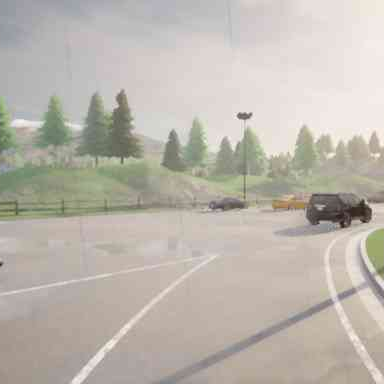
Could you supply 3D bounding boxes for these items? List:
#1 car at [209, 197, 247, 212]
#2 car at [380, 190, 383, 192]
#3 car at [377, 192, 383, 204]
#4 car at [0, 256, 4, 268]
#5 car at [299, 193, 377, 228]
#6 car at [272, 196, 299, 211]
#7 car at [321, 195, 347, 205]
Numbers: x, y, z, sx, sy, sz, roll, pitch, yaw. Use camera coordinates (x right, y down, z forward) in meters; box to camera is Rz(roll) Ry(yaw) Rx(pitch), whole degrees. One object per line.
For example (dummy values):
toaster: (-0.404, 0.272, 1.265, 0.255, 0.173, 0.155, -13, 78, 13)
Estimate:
car: (3.774, 1.235, 34.712, 4.674, 1.442, 1.812, 0, 1, -41)
car: (38.512, 0.669, 65.160, 5.566, 2.045, 2.150, 0, 1, -41)
car: (29.363, 1.100, 52.401, 5.357, 1.411, 2.033, 0, 1, -41)
car: (-6.714, 1.545, 6.976, 4.718, 1.301, 1.895, 0, 1, -41)
car: (9.288, 1.044, 20.878, 5.566, 2.045, 2.150, -1, 0, -43)
car: (10.714, 1.173, 36.124, 5.008, 1.535, 1.882, 0, 0, -41)
car: (21.525, 1.138, 50.206, 4.181, 1.385, 1.994, -1, 1, -41)
